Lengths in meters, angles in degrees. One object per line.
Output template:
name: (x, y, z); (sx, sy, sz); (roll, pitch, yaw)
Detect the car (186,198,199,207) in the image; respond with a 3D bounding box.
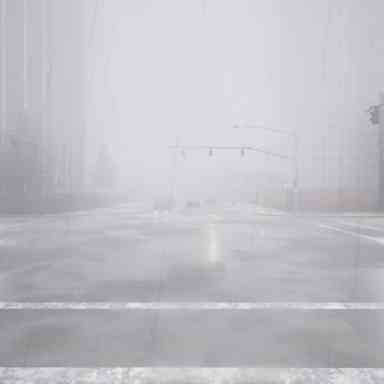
car: (0.127, 1.600, 50.233); (1.895, 1.301, 4.718); (0, 0, 0)

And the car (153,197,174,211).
car: (-3.577, 1.564, 40.754); (1.994, 1.385, 4.181); (0, 0, 0)

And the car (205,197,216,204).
car: (3.535, 1.601, 64.979); (1.895, 1.301, 4.718); (0, 0, 0)
